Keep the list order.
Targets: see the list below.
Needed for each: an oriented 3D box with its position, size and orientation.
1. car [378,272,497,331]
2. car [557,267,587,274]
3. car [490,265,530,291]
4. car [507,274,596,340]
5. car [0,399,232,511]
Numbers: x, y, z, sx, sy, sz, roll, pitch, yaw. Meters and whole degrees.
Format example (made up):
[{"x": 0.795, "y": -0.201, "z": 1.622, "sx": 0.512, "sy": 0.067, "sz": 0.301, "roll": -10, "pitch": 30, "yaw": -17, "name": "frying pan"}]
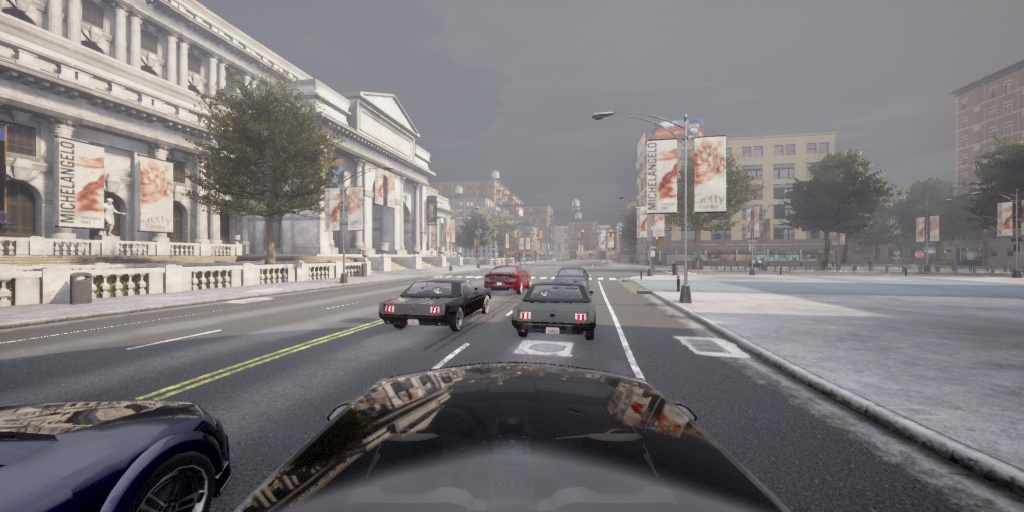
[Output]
[{"x": -2.019, "y": 1.351, "z": 11.058, "sx": 1.895, "sy": 1.301, "sz": 4.718, "roll": 0, "pitch": 0, "yaw": 11, "name": "car"}, {"x": 3.260, "y": 1.297, "z": 19.398, "sx": 2.033, "sy": 1.411, "sz": 5.357, "roll": 0, "pitch": 0, "yaw": 12, "name": "car"}, {"x": -0.133, "y": 1.228, "z": 20.209, "sx": 1.882, "sy": 1.535, "sz": 5.008, "roll": 0, "pitch": 0, "yaw": 12, "name": "car"}, {"x": 1.325, "y": 1.351, "z": 10.048, "sx": 1.895, "sy": 1.301, "sz": 4.718, "roll": 0, "pitch": 0, "yaw": 11, "name": "car"}, {"x": -3.157, "y": 1.314, "z": 1.070, "sx": 1.994, "sy": 1.385, "sz": 4.181, "roll": 0, "pitch": 0, "yaw": -2, "name": "car"}]
